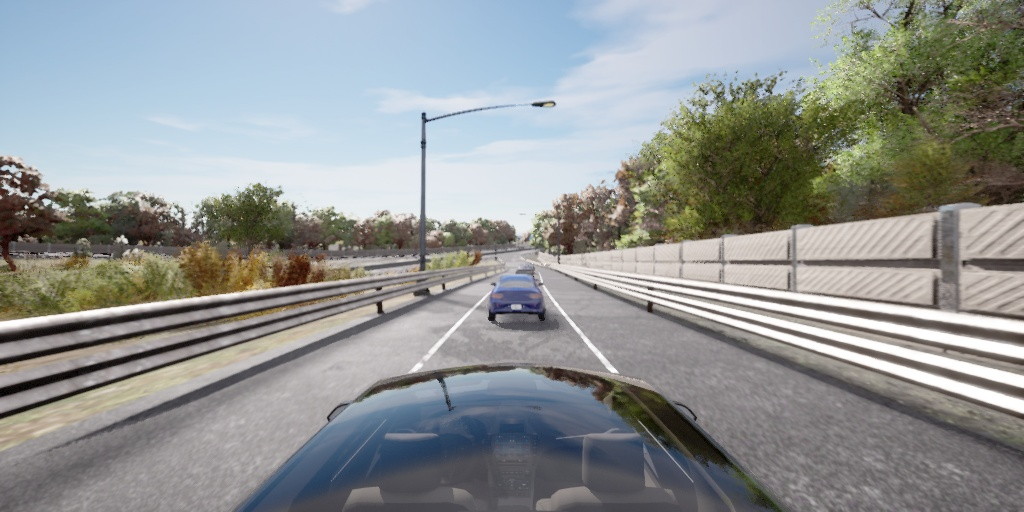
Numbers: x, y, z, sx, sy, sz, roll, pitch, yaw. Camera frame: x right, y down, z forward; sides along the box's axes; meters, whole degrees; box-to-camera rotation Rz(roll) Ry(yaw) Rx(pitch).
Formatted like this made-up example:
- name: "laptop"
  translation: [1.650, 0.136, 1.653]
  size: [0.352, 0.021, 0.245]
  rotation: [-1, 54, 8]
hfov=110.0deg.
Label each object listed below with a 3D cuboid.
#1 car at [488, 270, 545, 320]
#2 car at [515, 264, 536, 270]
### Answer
- name: "car"
  translation: [0.184, 1.388, 13.043]
  size: [1.812, 1.442, 4.674]
  rotation: [0, -1, 1]
- name: "car"
  translation: [1.360, 1.674, 36.122]
  size: [2.128, 1.511, 4.902]
  rotation: [0, -1, 3]
